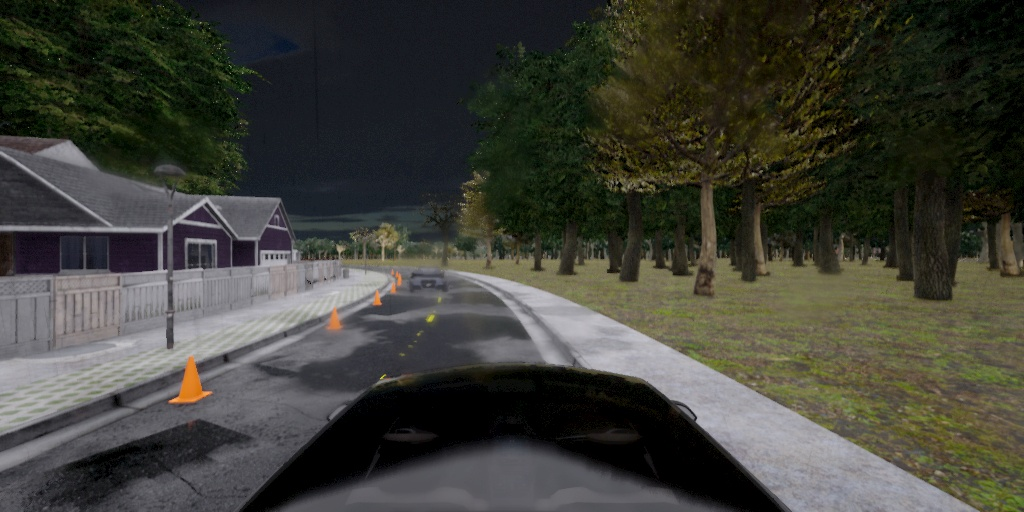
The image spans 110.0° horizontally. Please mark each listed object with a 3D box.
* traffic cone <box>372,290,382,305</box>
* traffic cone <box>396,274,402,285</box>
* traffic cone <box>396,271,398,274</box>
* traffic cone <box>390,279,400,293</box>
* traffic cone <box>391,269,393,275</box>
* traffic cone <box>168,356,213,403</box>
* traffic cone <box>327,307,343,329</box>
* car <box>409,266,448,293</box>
[{"bbox_3d":[-5.528,1.693,14.711,0.340,0.580,0.340,0,0,-9],"label":"traffic cone"},{"bbox_3d":[-7.603,1.686,24.210,0.340,0.580,0.340,0,0,-15],"label":"traffic cone"},{"bbox_3d":[-9.027,1.685,28.861,0.340,0.580,0.340,0,0,-19],"label":"traffic cone"},{"bbox_3d":[-6.436,1.689,19.489,0.340,0.580,0.340,0,0,-12],"label":"traffic cone"},{"bbox_3d":[-12.627,1.688,37.894,0.340,0.580,0.340,0,0,-25],"label":"traffic cone"},{"bbox_3d":[-4.506,1.702,5.040,0.340,0.580,0.340,0,0,-3],"label":"traffic cone"},{"bbox_3d":[-4.885,1.698,9.890,0.340,0.580,0.340,0,0,-6],"label":"traffic cone"},{"bbox_3d":[-4.763,1.296,20.525,1.994,1.385,4.181,0,0,-13],"label":"car"}]
